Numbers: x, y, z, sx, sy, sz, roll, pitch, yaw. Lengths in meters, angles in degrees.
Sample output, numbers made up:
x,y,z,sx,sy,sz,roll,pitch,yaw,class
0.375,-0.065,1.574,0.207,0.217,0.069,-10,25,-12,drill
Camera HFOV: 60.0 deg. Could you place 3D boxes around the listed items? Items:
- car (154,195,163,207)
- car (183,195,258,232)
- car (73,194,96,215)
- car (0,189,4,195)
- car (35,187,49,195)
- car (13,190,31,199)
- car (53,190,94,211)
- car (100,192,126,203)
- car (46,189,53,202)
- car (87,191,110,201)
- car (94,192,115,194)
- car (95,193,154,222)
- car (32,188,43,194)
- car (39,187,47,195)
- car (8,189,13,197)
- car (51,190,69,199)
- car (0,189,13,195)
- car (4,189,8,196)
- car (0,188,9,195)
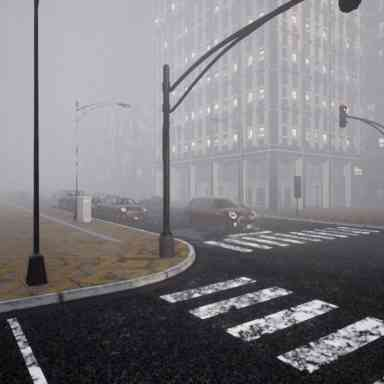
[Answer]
x,y,z,sx,sy,sz,roll,pitch,yaw,class
-4.303,0.982,36.233,1.802,1.307,4.206,1,0,-36,car
1.484,1.105,18.392,2.097,1.767,4.553,0,1,-38,car
-7.839,1.103,26.773,1.802,1.307,4.206,1,0,-36,car
-37.027,0.107,67.575,2.008,1.369,4.403,1,0,-36,car
-36.740,-0.357,81.585,2.192,1.841,5.009,1,0,-36,car
-27.297,0.422,53.974,1.887,1.381,4.507,1,0,-36,car
-11.075,0.729,31.306,2.192,1.841,5.009,1,0,-36,car
-10.889,0.707,45.442,1.752,1.417,4.829,1,0,-36,car
-17.725,0.666,45.118,2.033,1.411,5.357,0,1,-35,car
-14.036,0.643,49.839,1.947,1.339,4.313,1,0,-36,car
-6.998,1.001,30.030,1.812,1.442,4.674,0,1,-36,car
-4.592,1.068,22.239,1.967,1.590,4.097,1,0,-36,car
-39.990,-0.213,86.121,1.947,1.339,4.313,1,0,-36,car
-33.501,-0.021,77.050,1.887,1.381,4.507,1,0,-36,car
-30.540,0.321,58.508,2.008,1.369,4.403,1,0,-36,car
-23.089,0.378,58.018,1.812,1.442,4.674,0,1,-36,car
-40.271,0.015,72.108,1.947,1.339,4.313,1,0,-36,car
-33.783,0.208,63.041,1.887,1.381,4.507,1,0,-36,car
-43.513,-0.113,76.642,1.887,1.381,4.507,1,0,-36,car
